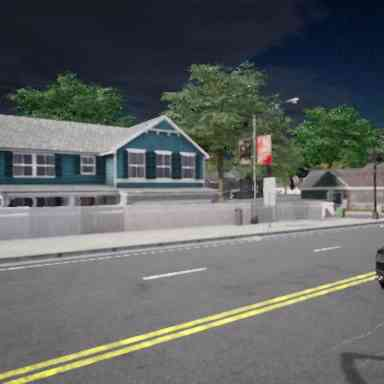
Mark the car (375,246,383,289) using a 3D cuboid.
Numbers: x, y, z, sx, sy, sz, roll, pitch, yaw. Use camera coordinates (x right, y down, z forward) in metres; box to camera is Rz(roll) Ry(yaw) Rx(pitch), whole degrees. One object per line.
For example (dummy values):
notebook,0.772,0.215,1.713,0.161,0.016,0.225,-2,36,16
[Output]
car,6.194,1.536,7.854,4.892,1.490,1.837,2,-1,-36
